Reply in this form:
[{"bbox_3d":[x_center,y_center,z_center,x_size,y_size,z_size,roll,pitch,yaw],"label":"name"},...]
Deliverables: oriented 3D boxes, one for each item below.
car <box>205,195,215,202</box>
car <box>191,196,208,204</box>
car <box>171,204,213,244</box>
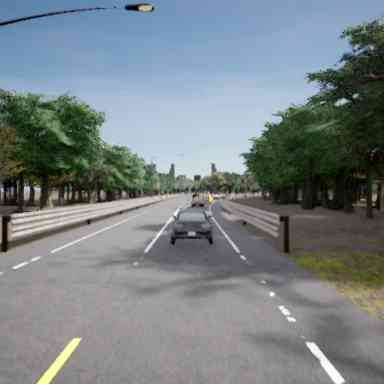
[{"bbox_3d":[3.598,1.488,75.819,1.882,1.535,5.008,0,0,8],"label":"car"},{"bbox_3d":[0.977,1.588,49.460,1.895,1.301,4.718,0,0,4],"label":"car"},{"bbox_3d":[0.000,1.521,15.766,1.812,1.442,4.674,0,0,0],"label":"car"}]
